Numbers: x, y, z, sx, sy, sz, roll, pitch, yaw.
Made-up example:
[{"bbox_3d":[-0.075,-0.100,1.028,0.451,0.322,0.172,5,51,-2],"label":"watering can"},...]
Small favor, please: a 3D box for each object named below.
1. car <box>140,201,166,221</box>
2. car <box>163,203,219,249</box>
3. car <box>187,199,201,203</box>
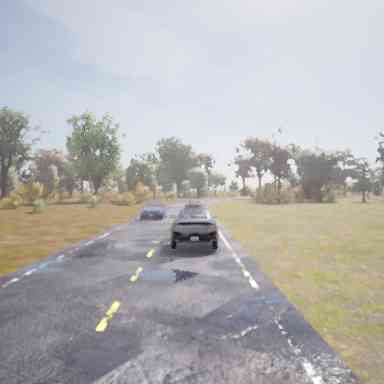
[{"bbox_3d":[-3.076,1.487,27.202,1.812,1.442,4.674,0,0,0],"label":"car"},{"bbox_3d":[0.099,1.470,14.497,2.128,1.511,4.902,0,0,0],"label":"car"},{"bbox_3d":[0.178,1.494,35.983,2.033,1.411,5.357,0,0,1],"label":"car"}]
